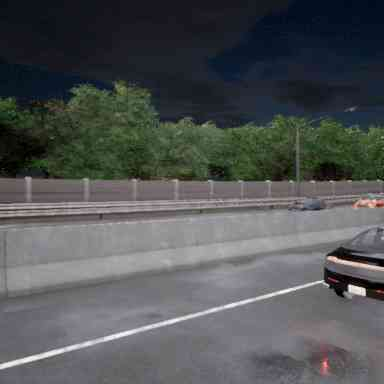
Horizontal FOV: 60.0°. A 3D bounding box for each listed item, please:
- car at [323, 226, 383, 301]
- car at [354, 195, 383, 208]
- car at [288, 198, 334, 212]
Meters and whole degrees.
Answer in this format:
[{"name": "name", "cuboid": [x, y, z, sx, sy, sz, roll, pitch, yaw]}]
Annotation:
[{"name": "car", "cuboid": [4.828, 1.476, 7.138, 4.902, 1.511, 2.128, 0, 0, -35]}, {"name": "car", "cuboid": [18.533, 1.083, 33.739, 4.553, 1.767, 2.097, -1, 1, -34]}, {"name": "car", "cuboid": [12.113, 1.340, 33.659, 5.357, 1.411, 2.033, -1, 0, -34]}]
